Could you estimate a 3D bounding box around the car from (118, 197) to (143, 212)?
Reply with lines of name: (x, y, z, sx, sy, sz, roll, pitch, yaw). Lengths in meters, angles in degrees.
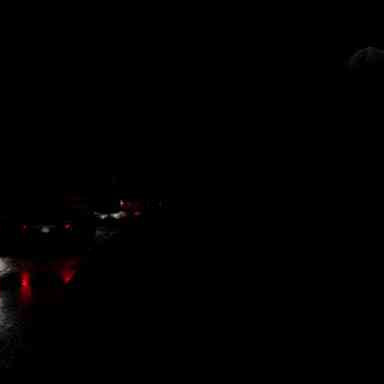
car: (-8.150, 1.637, 44.476, 2.097, 1.767, 4.553, -1, 0, -4)

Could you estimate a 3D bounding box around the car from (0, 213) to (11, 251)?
car: (-8.463, 1.684, 14.929, 2.033, 1.411, 5.357, -1, 0, -6)

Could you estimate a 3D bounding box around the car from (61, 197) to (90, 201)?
car: (-9.544, 1.441, 26.954, 2.150, 2.045, 5.566, -1, 0, -5)

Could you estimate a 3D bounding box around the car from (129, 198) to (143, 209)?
car: (-9.059, 1.829, 54.484, 1.882, 1.535, 5.008, -1, 0, -5)

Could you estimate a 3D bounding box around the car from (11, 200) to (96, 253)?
car: (-5.596, 1.435, 14.387, 2.097, 1.767, 4.553, -1, 0, -5)
